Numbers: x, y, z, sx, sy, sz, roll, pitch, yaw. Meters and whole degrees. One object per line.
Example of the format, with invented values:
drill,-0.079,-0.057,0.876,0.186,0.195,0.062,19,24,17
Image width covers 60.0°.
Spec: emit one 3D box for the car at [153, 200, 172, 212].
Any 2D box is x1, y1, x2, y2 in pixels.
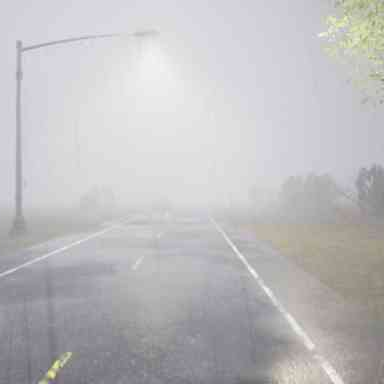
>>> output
car,-3.580,1.731,41.200,1.994,1.385,4.181,0,0,0
